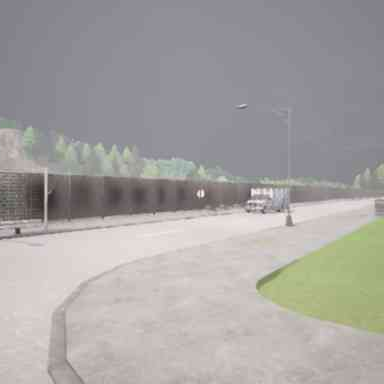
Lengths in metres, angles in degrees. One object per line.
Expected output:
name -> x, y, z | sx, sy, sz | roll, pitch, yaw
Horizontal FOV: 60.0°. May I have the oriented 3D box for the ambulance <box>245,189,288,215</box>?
ambulance -> 7.543, 0.912, 33.726 | 2.351, 2.431, 6.366 | 1, 0, 35
